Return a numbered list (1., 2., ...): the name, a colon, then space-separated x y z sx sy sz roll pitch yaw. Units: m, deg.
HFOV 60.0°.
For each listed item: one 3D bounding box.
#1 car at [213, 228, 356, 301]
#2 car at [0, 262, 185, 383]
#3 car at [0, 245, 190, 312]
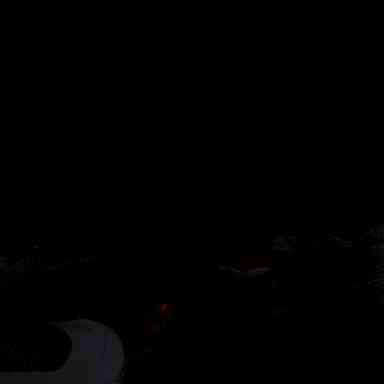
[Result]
1. car: 2.448 1.582 8.280 4.206 1.307 1.802 0 0 -35
2. car: -2.493 1.526 1.603 4.674 1.442 1.812 0 0 -35
3. car: -2.032 1.566 5.087 4.313 1.339 1.947 0 0 -35
